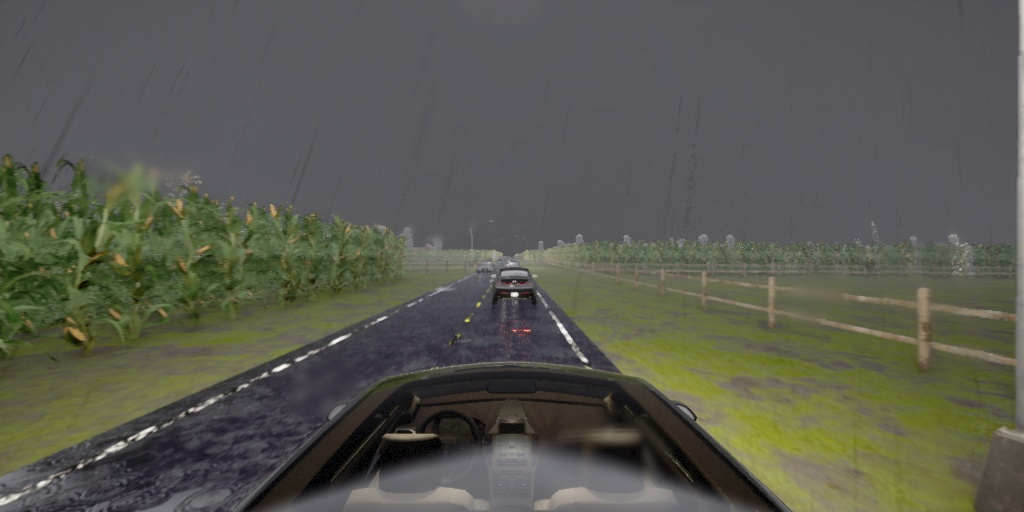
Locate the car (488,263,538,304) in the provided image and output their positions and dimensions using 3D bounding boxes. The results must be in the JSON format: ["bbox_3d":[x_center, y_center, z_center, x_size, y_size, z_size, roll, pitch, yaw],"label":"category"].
[{"bbox_3d":[0.103,1.251,16.339,1.837,1.490,4.892,0,0,0],"label":"car"}]

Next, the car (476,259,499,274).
[{"bbox_3d":[-2.832,1.295,39.635,1.994,1.385,4.181,0,0,0],"label":"car"}]

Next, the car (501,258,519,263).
[{"bbox_3d":[0.107,1.278,40.723,2.033,1.411,5.357,0,0,0],"label":"car"}]
